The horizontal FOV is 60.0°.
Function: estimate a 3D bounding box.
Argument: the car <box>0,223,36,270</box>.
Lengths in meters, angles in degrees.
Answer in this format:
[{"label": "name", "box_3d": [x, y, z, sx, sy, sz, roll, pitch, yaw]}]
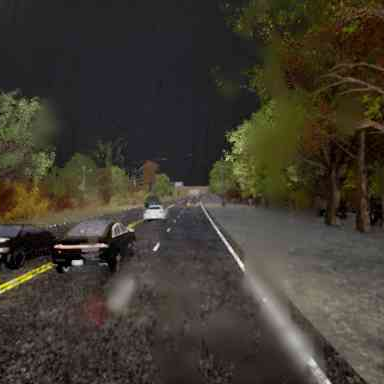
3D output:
[{"label": "car", "box_3d": [-6.581, 1.857, 12.046, 1.994, 1.385, 4.181, -1, -1, 0]}]

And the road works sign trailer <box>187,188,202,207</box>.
[{"label": "road works sign trailer", "box_3d": [0.414, 1.097, 64.519, 2.380, 3.560, 2.880, -1, 0, 1]}]

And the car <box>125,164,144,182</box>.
[{"label": "car", "box_3d": [-9.118, -3.272, 53.682, 2.150, 2.045, 5.566, 20, -3, 1]}]

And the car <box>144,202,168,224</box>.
[{"label": "car", "box_3d": [-3.065, 1.863, 28.599, 1.812, 1.442, 4.674, -3, -2, 0]}]

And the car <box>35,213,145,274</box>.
[{"label": "car", "box_3d": [-3.138, 1.732, 11.505, 2.128, 1.511, 4.902, -1, 0, 0]}]

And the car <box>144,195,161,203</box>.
[{"label": "car", "box_3d": [-6.226, 1.517, 53.007, 2.150, 2.045, 5.566, 1, 0, 1]}]
